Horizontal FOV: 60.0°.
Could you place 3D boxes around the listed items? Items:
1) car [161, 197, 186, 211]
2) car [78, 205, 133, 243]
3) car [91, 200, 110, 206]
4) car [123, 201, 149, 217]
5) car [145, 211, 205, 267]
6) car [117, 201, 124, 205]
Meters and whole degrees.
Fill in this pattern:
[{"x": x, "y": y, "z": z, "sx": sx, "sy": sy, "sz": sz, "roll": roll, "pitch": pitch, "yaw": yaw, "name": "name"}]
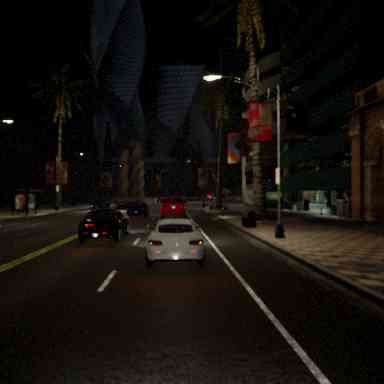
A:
[{"x": -1.755, "y": 1.447, "z": 31.335, "sx": 2.150, "sy": 2.045, "sz": 5.566, "roll": 0, "pitch": -1, "yaw": -3, "name": "car"}, {"x": -4.385, "y": 1.641, "z": 16.989, "sx": 1.837, "sy": 1.490, "sz": 4.892, "roll": 0, "pitch": 0, "yaw": -3, "name": "car"}, {"x": -13.172, "y": 1.893, "z": 48.117, "sx": 1.837, "sy": 1.490, "sz": 4.892, "roll": 0, "pitch": -1, "yaw": 0, "name": "car"}, {"x": -5.393, "y": 1.734, "z": 33.616, "sx": 1.882, "sy": 1.535, "sz": 5.008, "roll": 0, "pitch": 0, "yaw": -3, "name": "car"}, {"x": -0.586, "y": 1.611, "z": 11.736, "sx": 1.812, "sy": 1.442, "sz": 4.674, "roll": 0, "pitch": 0, "yaw": -3, "name": "car"}, {"x": -9.686, "y": 1.934, "z": 47.580, "sx": 1.994, "sy": 1.385, "sz": 4.181, "roll": 0, "pitch": 0, "yaw": -1, "name": "car"}]
